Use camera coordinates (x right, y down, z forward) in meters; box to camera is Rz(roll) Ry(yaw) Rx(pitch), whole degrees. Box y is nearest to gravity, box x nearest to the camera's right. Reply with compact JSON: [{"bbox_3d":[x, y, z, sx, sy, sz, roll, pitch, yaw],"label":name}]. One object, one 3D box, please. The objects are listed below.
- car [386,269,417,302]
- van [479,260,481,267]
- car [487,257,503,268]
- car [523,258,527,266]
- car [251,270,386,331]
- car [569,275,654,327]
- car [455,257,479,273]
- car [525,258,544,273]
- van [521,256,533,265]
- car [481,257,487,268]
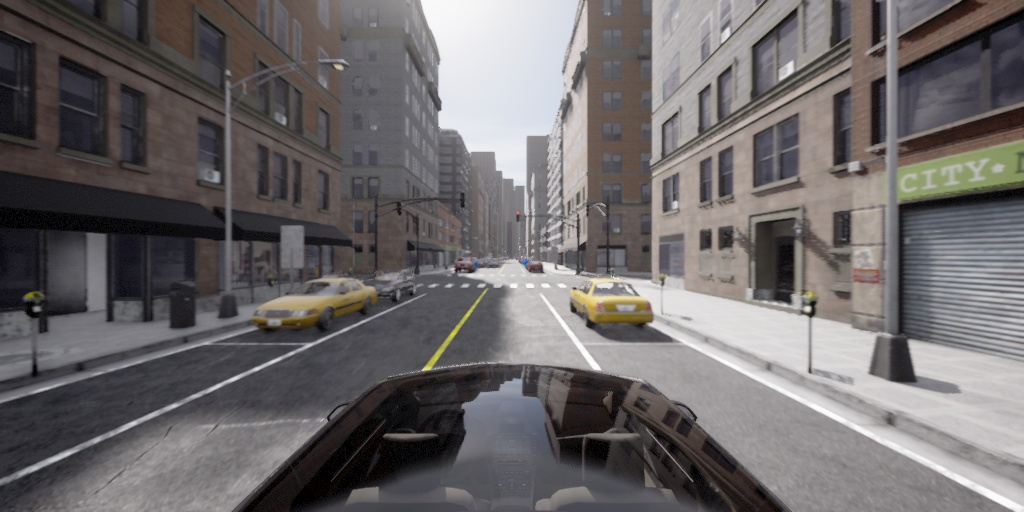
[{"bbox_3d":[-5.665,1.287,16.665,2.007,1.370,4.403,0,0,0],"label":"car"},{"bbox_3d":[-5.659,1.060,48.940,1.690,1.789,3.998,0,0,0],"label":"van"},{"bbox_3d":[-2.988,1.265,61.188,1.837,1.490,4.892,0,2,0],"label":"car"},{"bbox_3d":[2.867,1.284,48.938,1.948,1.339,4.313,0,0,0],"label":"car"},{"bbox_3d":[-5.666,1.267,10.970,1.751,1.417,4.829,0,0,0],"label":"car"},{"bbox_3d":[2.859,1.267,11.307,1.751,1.417,4.829,0,0,0],"label":"car"},{"bbox_3d":[-5.660,1.036,43.439,2.192,1.841,5.009,0,0,0],"label":"car"},{"bbox_3d":[2.866,1.266,43.436,1.888,1.381,4.507,0,0,0],"label":"car"},{"bbox_3d":[2.869,1.054,59.941,1.690,1.789,3.998,0,0,0],"label":"van"},{"bbox_3d":[-5.657,1.153,59.943,1.967,1.591,4.097,0,0,0],"label":"car"}]
